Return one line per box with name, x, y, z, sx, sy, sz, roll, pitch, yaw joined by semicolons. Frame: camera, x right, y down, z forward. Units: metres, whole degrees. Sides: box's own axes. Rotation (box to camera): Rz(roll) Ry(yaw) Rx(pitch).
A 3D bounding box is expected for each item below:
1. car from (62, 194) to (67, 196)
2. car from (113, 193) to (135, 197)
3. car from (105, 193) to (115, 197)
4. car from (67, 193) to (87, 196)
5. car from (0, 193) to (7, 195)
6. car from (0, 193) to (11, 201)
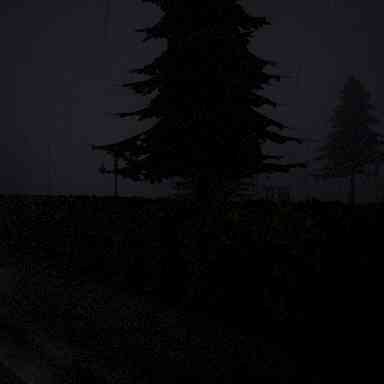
car;-31.941;1.232;85.969;3.806;1.475;1.970;0;0;-45
car;-10.341;1.384;54.301;3.806;1.475;1.970;0;0;-45
car;-15.901;1.097;70.723;4.605;1.855;1.932;0;0;-45
car;-27.208;1.154;81.623;5.027;1.636;2.152;0;0;-45
car;-23.747;1.331;41.312;5.027;1.636;2.152;0;0;-45
car;-41.799;1.097;71.665;4.605;1.855;1.932;0;0;-45
